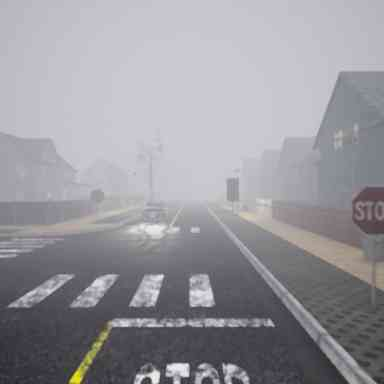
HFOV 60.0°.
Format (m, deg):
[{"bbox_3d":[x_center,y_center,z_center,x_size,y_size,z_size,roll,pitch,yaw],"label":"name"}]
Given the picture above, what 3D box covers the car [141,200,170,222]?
[{"bbox_3d":[-2.753,1.409,25.737,2.128,1.511,4.902,0,0,0],"label":"car"}]
